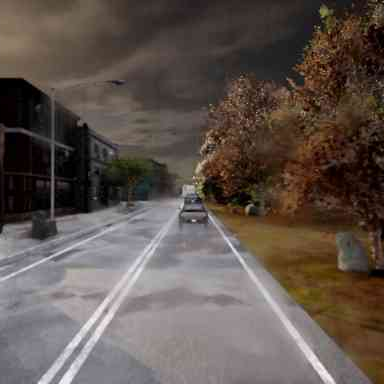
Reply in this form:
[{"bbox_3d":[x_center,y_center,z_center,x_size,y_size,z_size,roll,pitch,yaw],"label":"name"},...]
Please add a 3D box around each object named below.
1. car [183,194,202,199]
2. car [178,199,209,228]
[{"bbox_3d":[0.107,1.216,42.346,2.150,2.045,5.566,0,0,0],"label":"car"},{"bbox_3d":[0.105,1.491,22.243,2.128,1.511,4.902,0,0,0],"label":"car"}]
